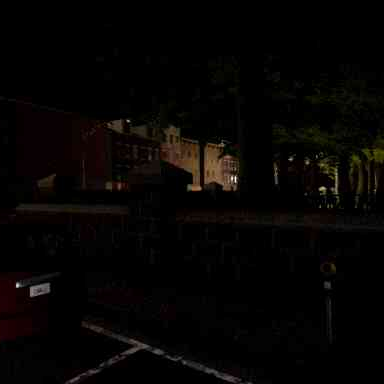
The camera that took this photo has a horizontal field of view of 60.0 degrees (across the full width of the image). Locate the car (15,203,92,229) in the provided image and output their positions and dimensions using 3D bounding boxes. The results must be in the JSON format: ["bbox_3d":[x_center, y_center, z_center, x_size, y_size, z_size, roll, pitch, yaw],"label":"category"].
[{"bbox_3d":[-9.395,1.584,22.935,1.812,1.442,4.674,-1,-1,35],"label":"car"}]

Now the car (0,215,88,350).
[{"bbox_3d":[-3.860,1.318,5.588,5.009,1.841,2.192,0,-1,36],"label":"car"}]
